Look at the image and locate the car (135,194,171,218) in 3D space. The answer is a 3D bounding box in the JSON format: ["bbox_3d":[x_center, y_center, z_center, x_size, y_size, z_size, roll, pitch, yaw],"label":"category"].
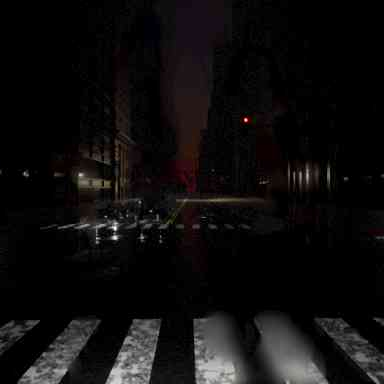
[{"bbox_3d":[-3.361,1.206,29.943,2.150,2.045,5.566,0,0,0],"label":"car"}]

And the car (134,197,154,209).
[{"bbox_3d":[-6.610,1.462,46.420,2.128,1.511,4.902,0,0,0],"label":"car"}]

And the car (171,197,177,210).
[{"bbox_3d":[-3.362,1.468,40.036,2.128,1.511,4.902,0,0,0],"label":"car"}]

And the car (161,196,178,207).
[{"bbox_3d":[-3.352,1.457,50.459,2.128,1.511,4.902,0,0,0],"label":"car"}]

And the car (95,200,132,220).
[{"bbox_3d":[-6.629,1.587,27.896,1.895,1.301,4.718,0,0,1],"label":"car"}]

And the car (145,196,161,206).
[{"bbox_3d":[-6.582,1.502,57.075,2.033,1.411,5.357,0,0,0],"label":"car"}]

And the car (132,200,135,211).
[{"bbox_3d":[-6.614,1.580,37.012,1.895,1.301,4.718,0,0,0],"label":"car"}]
